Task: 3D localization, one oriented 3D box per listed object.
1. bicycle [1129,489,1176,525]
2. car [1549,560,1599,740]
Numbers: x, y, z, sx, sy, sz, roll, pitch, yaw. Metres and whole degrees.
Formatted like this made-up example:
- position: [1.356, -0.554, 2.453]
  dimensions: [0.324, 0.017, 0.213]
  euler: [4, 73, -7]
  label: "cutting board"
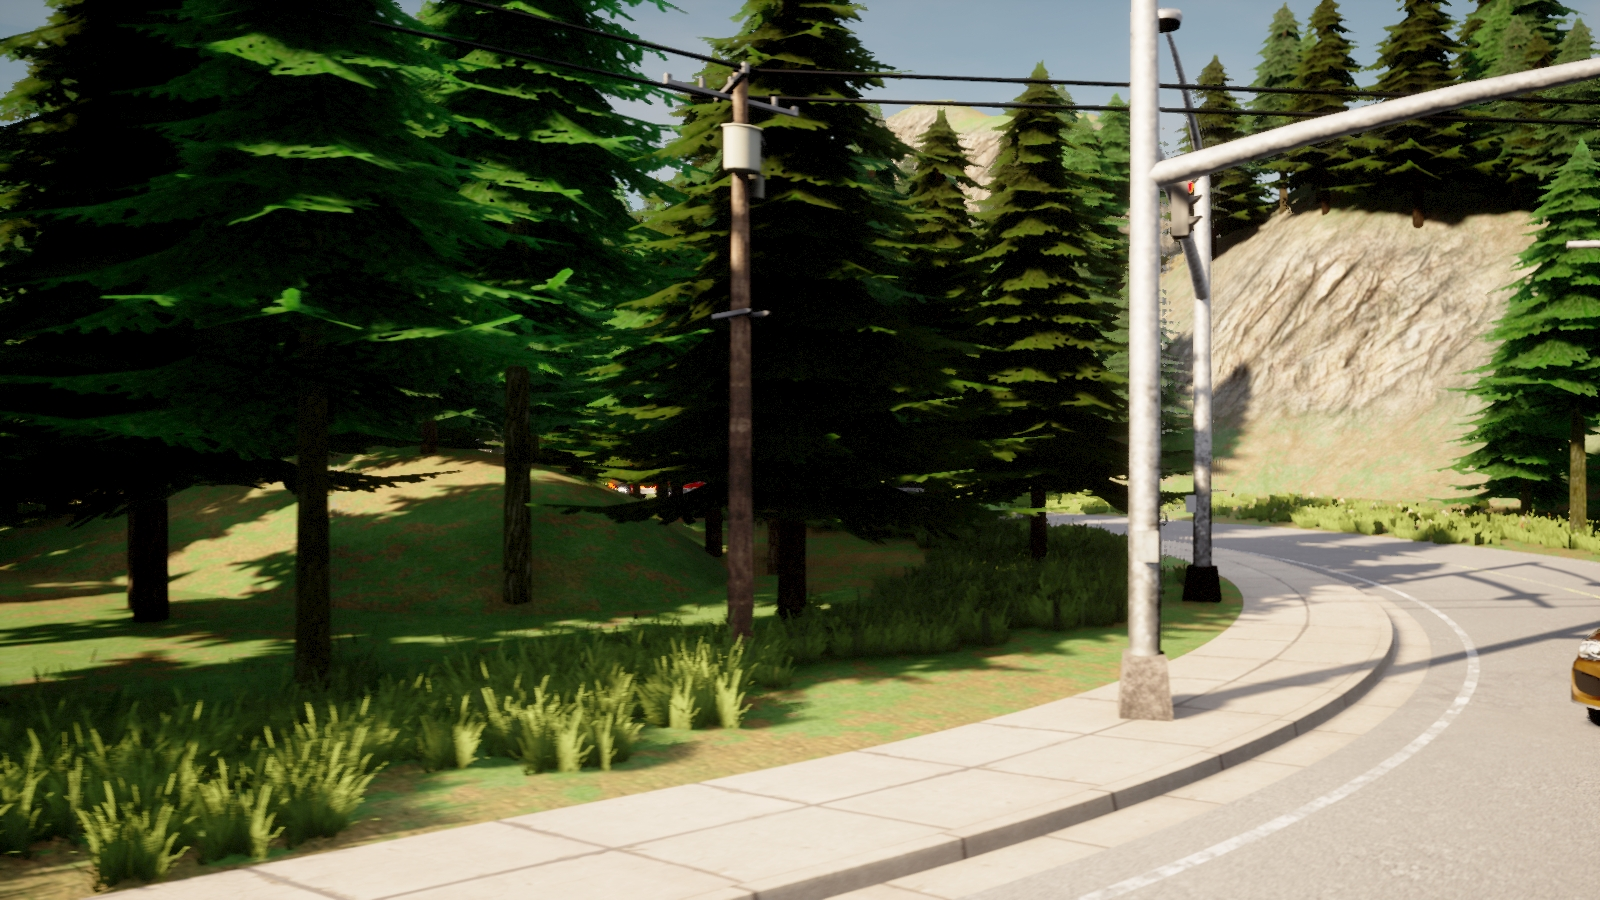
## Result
- position: [13.236, 2.132, 42.925]
  dimensions: [0.859, 1.276, 1.487]
  euler: [0, 0, -28]
  label: "bicycle"
- position: [10.200, 1.970, 11.671]
  dimensions: [5.027, 1.651, 2.152]
  euler: [0, 0, -29]
  label: "car"
